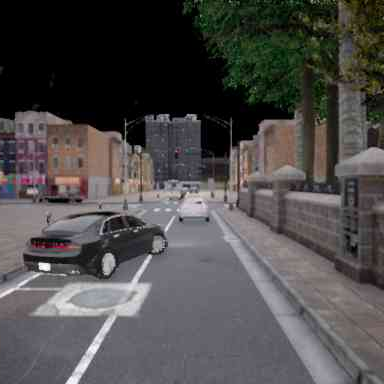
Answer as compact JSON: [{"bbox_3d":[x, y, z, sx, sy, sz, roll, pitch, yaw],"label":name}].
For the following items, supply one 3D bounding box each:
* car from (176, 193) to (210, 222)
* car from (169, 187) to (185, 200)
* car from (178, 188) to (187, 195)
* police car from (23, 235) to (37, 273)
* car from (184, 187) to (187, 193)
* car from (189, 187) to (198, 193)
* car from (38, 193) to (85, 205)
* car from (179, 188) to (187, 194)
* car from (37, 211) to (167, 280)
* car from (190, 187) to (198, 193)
[{"bbox_3d":[0.153,1.042,21.286,1.812,1.442,4.674,0,1,1],"label":"car"},{"bbox_3d":[-2.362,0.442,48.269,1.752,1.417,4.829,0,1,0],"label":"car"},{"bbox_3d":[-2.203,-0.123,75.693,1.947,1.339,4.313,0,1,0],"label":"car"},{"bbox_3d":[-3.002,1.386,1.624,1.930,1.638,5.238,0,1,0],"label":"police car"},{"bbox_3d":[-2.330,0.107,53.885,2.192,1.841,5.009,0,1,0],"label":"car"},{"bbox_3d":[0.458,-0.421,79.351,2.097,1.767,4.553,0,1,0],"label":"car"},{"bbox_3d":[-14.577,0.777,37.238,4.718,1.301,1.895,0,1,-5],"label":"car"},{"bbox_3d":[-2.171,-0.257,81.144,2.008,1.369,4.403,0,1,0],"label":"car"},{"bbox_3d":[-2.385,1.290,9.425,1.837,1.490,4.892,0,1,19],"label":"car"},{"bbox_3d":[0.516,-0.662,89.383,1.882,1.535,5.008,0,1,0],"label":"car"}]
